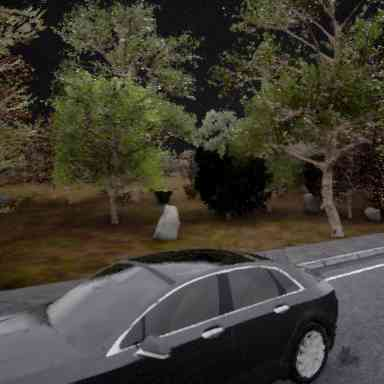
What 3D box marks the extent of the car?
[{"bbox_3d":[-0.268,1.502,3.801,4.892,1.490,1.837,0,0,-36],"label":"car"}]
